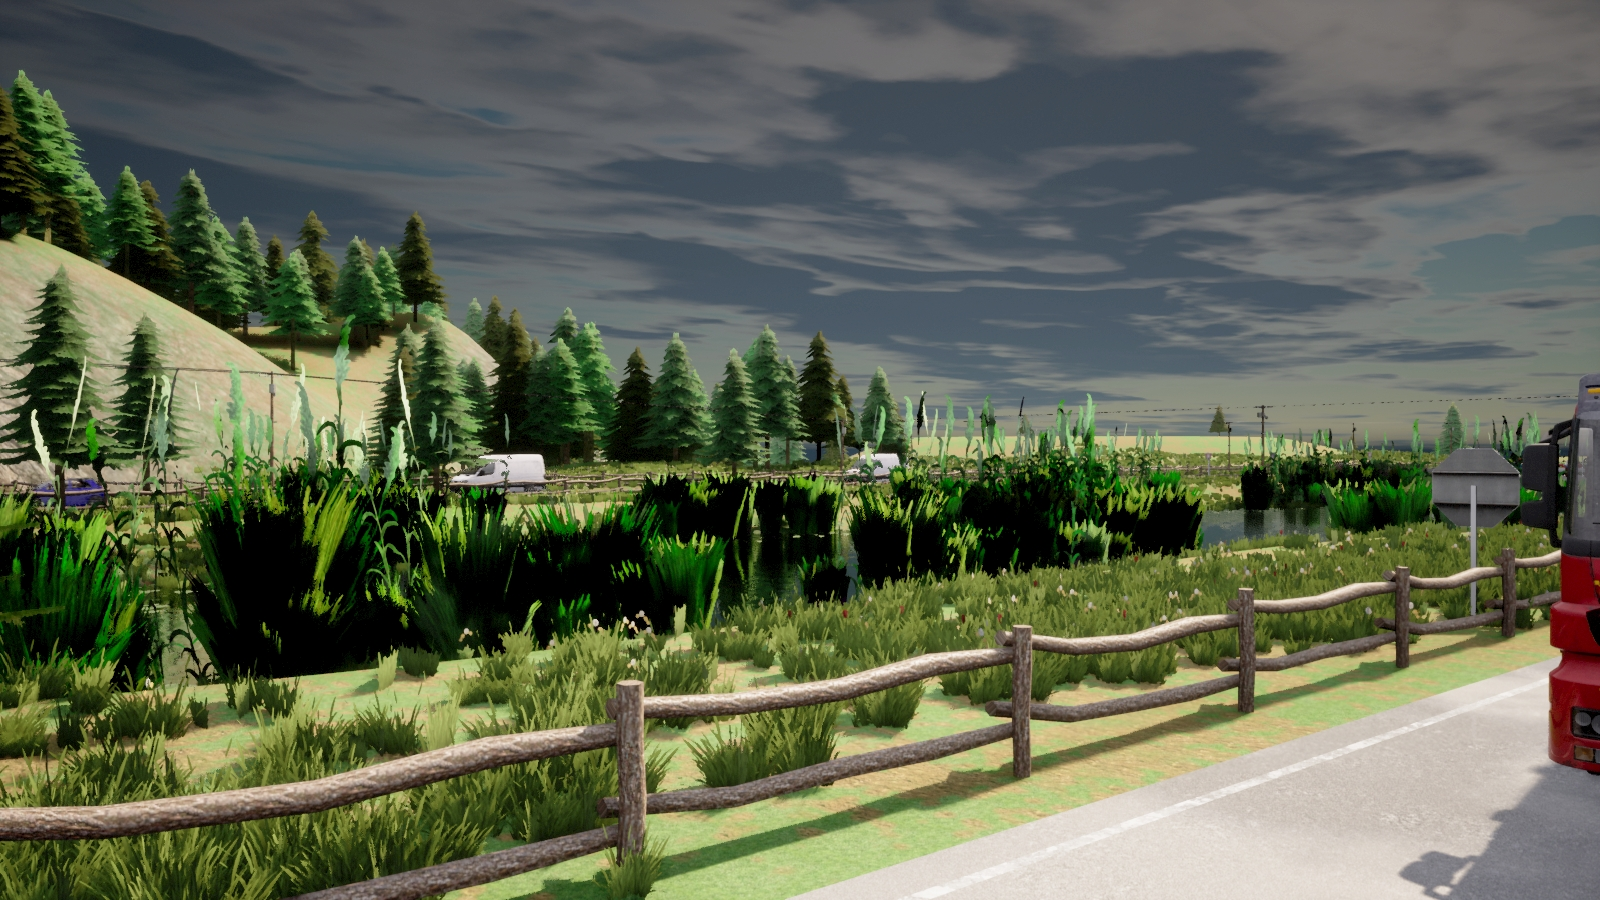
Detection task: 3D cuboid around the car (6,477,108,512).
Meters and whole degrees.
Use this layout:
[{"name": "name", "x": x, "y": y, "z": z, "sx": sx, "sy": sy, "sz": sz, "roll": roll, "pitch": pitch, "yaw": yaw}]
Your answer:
[{"name": "car", "x": -34.549, "y": 2.038, "z": 53.170, "sx": 1.845, "sy": 1.501, "sz": 3.633, "roll": 0, "pitch": 0, "yaw": 42}]

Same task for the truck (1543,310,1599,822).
[{"name": "truck", "x": 9.616, "y": 0.862, "z": 10.986, "sx": 2.891, "sy": 3.827, "sz": 8.468, "roll": 0, "pitch": 0, "yaw": 42}]

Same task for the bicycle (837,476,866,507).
[{"name": "bicycle", "x": 2.523, "y": 2.029, "z": 56.038, "sx": 1.643, "sy": 1.496, "sz": 0.373, "roll": 0, "pitch": 0, "yaw": -43}]

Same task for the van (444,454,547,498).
[{"name": "van", "x": -18.628, "y": 1.534, "z": 70.203, "sx": 5.915, "sy": 2.561, "sz": 1.988, "roll": 0, "pitch": 0, "yaw": -45}]
